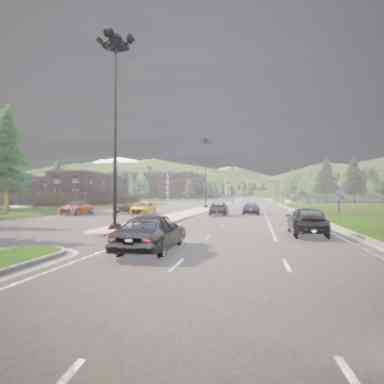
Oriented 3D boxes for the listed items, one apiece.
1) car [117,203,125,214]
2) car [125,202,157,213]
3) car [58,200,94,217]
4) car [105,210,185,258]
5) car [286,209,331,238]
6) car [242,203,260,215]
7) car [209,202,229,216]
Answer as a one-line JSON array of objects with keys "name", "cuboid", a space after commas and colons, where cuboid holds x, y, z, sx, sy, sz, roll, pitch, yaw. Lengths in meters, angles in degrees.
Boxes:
[{"name": "car", "cuboid": [-8.042, 2.013, 41.781, 1.895, 1.301, 4.718, 0, -1, 11]}, {"name": "car", "cuboid": [-5.394, 1.847, 37.114, 1.882, 1.535, 5.008, 0, -1, 11]}, {"name": "car", "cuboid": [-12.667, 1.703, 36.406, 2.097, 1.767, 4.553, 0, -1, 11]}, {"name": "car", "cuboid": [-1.638, 1.683, 13.453, 2.033, 1.411, 5.357, 0, -1, 10]}, {"name": "car", "cuboid": [6.551, 1.708, 18.953, 1.837, 1.490, 4.892, 0, -1, 11]}, {"name": "car", "cuboid": [7.108, 1.982, 40.052, 1.994, 1.385, 4.181, 0, -1, 11]}, {"name": "car", "cuboid": [3.090, 1.880, 37.764, 2.128, 1.511, 4.902, 0, -1, 11]}]
